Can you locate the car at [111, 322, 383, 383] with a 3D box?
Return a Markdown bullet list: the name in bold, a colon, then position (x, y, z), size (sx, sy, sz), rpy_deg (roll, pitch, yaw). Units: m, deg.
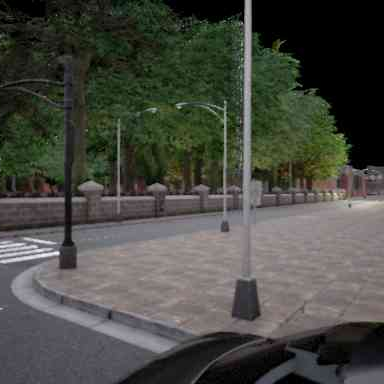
- **car**: position (1.202, 1.566, 1.940), size (4.313, 1.339, 1.947), rpy_deg (0, 1, 36)
